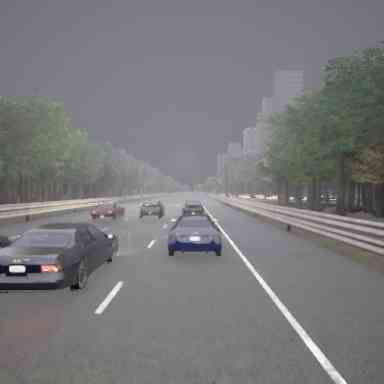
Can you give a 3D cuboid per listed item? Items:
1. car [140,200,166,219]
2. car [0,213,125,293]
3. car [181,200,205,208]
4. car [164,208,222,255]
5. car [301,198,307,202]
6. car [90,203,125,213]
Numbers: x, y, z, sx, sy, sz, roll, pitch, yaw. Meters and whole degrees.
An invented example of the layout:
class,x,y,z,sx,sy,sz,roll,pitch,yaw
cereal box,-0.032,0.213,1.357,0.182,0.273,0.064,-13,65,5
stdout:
class,x,y,z,sx,sy,sz,roll,pitch,yaw
car,-3.396,1.475,29.313,2.128,1.511,4.902,0,0,0
car,-3.402,1.546,8.994,2.033,1.411,5.357,0,0,0
car,0.104,1.488,29.412,1.837,1.490,4.892,0,0,0
car,0.101,1.559,13.338,1.994,1.385,4.181,0,0,0
car,28.290,1.648,78.586,2.128,1.511,4.902,0,1,-45
car,-6.897,1.586,27.814,1.895,1.301,4.718,0,0,0
